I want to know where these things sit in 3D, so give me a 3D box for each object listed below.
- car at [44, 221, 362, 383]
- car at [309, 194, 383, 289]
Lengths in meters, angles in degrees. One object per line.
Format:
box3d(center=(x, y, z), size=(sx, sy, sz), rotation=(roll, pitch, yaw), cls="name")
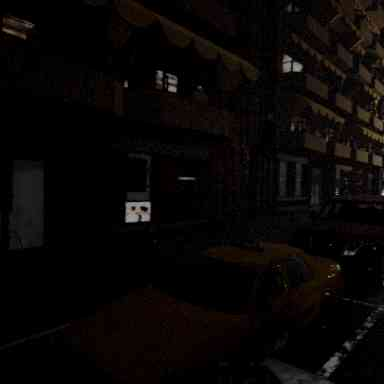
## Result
box3d(center=(0.598, 1.368, 4.551), size=(1.752, 1.417, 4.829), rotation=(4, 4, 42), cls="car")
box3d(center=(4.434, 1.031, 8.761), size=(2.192, 1.841, 5.009), rotation=(4, 4, 42), cls="car")
